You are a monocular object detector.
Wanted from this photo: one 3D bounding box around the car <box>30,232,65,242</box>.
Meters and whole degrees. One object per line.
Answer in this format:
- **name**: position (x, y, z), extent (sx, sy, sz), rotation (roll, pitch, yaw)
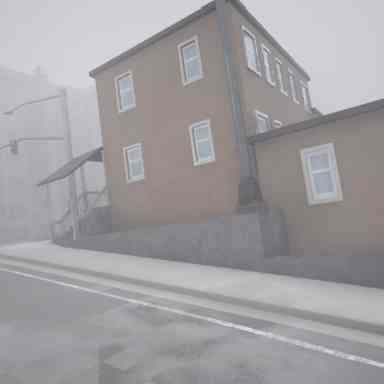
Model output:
- **car**: position (-11.717, 4.286, 29.092), extent (1.837, 1.490, 4.892), rotation (-12, -11, 35)
